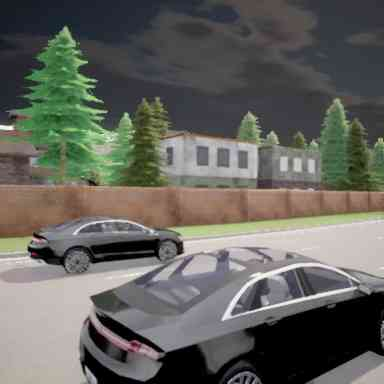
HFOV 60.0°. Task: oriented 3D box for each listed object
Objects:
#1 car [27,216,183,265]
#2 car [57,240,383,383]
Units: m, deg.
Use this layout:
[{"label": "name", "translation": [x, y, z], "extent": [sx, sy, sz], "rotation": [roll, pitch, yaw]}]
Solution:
[{"label": "car", "translation": [-2.498, 1.522, 10.562], "extent": [4.902, 1.511, 2.128], "rotation": [1, 0, -35]}, {"label": "car", "translation": [1.043, 1.519, 4.488], "extent": [4.902, 1.511, 2.128], "rotation": [1, 0, -35]}]
